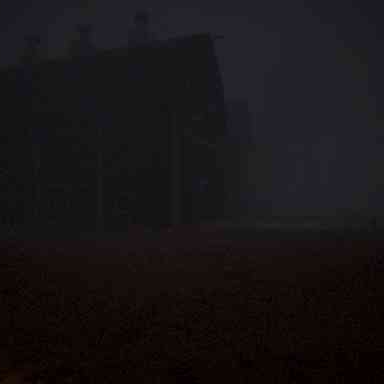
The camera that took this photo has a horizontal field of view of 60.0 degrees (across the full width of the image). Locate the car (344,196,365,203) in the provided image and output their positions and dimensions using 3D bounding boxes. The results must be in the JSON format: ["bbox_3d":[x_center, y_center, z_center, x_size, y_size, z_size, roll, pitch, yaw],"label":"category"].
[{"bbox_3d":[39.548,1.862,80.421,3.988,1.617,1.851,-1,0,20],"label":"car"}]

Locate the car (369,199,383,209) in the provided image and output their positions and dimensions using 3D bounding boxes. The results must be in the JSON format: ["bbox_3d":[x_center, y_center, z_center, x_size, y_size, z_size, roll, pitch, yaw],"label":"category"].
[{"bbox_3d":[28.560,1.776,49.291,4.181,1.381,1.994,-1,0,20],"label":"car"}]
